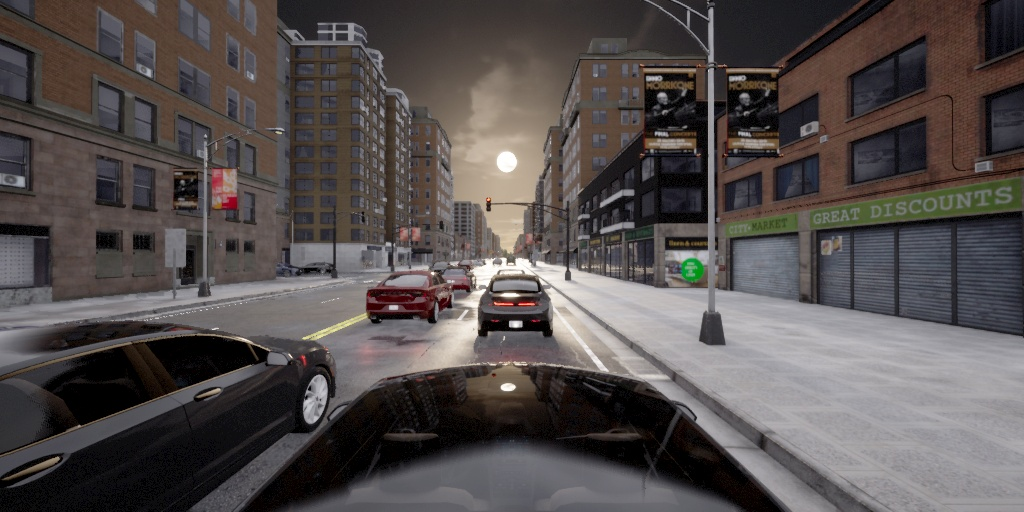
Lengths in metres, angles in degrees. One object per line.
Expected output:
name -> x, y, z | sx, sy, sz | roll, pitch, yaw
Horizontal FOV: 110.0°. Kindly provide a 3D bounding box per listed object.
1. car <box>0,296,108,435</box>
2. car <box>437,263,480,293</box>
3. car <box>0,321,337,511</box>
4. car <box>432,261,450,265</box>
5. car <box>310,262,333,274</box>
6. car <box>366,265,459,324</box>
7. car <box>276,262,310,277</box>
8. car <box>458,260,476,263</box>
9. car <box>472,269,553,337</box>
car -> -6.604, 1.276, 2.717 | 1.812, 1.442, 4.674 | 0, 0, 0
car -> -3.199, 1.317, 20.977 | 1.994, 1.385, 4.181 | 0, 0, -1
car -> -3.152, 1.255, 2.648 | 1.837, 1.490, 4.892 | 0, 0, 0
car -> -6.690, 1.263, 33.940 | 1.837, 1.490, 4.892 | 0, 0, 0
car -> -22.256, 1.347, 40.704 | 4.313, 1.339, 1.948 | 0, 0, 0
car -> -3.179, 1.229, 12.083 | 1.882, 1.535, 5.008 | 0, 0, 0
car -> -22.726, 1.316, 35.224 | 4.181, 1.385, 1.994 | 0, 0, 0
car -> -6.736, 1.247, 51.934 | 1.882, 1.535, 5.008 | 0, 0, 0
car -> 0.077, 1.256, 10.329 | 1.837, 1.490, 4.892 | 0, 0, 0
